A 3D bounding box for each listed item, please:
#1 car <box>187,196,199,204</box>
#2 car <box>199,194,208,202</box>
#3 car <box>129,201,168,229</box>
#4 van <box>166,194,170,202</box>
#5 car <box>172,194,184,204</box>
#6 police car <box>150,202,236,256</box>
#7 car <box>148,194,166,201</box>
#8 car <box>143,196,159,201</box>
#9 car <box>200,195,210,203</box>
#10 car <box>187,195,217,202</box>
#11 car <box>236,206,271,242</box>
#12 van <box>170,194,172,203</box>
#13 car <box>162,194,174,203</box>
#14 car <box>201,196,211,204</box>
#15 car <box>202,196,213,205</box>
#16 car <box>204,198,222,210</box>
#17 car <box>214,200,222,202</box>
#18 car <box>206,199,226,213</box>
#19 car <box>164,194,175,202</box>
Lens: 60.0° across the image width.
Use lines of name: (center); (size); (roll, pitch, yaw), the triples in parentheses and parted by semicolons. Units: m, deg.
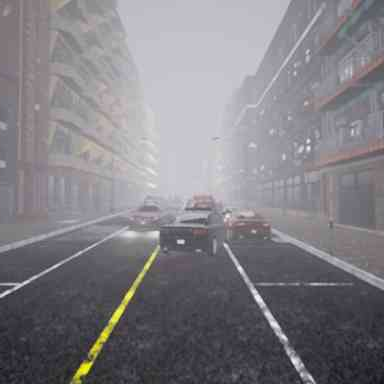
car: (0.170, 1.503, 63.642); (2.128, 1.511, 4.902); (0, 0, 0)
car: (2.775, 1.370, 82.617); (2.192, 1.841, 5.009); (1, 0, 0)
car: (-2.792, 1.506, 21.330); (1.812, 1.442, 4.674); (0, 0, 0)
van: (-5.144, 1.338, 55.044); (1.690, 1.788, 3.998); (2, 0, 0)
car: (-2.623, 1.361, 62.295); (2.097, 1.767, 4.553); (0, 0, 1)
police car: (0.310, 1.410, 13.302); (1.930, 1.638, 5.238); (0, 0, 15)
car: (-5.173, 1.302, 43.985); (2.192, 1.841, 5.009); (2, 0, 0)
car: (-5.194, 1.509, 38.283); (1.752, 1.417, 4.829); (2, 0, 0)
car: (2.785, 1.469, 71.555); (1.967, 1.590, 4.097); (1, 0, 0)
car: (0.749, 1.332, 22.845); (2.097, 1.767, 4.553); (0, 0, -3)
car: (2.627, 1.528, 16.247); (1.887, 1.381, 4.507); (1, 0, 0)
van: (-5.130, 1.347, 60.576); (1.690, 1.788, 3.998); (1, 0, 0)
car: (-5.100, 1.343, 71.636); (2.192, 1.841, 5.009); (1, 0, 0)
car: (2.760, 1.561, 66.023); (1.887, 1.381, 4.507); (1, 0, 0)
car: (2.745, 1.551, 60.493); (1.887, 1.381, 4.507); (1, 0, 0)
car: (2.701, 1.538, 43.901); (2.008, 1.369, 4.403); (1, 0, 0)
car: (2.643, 1.506, 21.949); (1.752, 1.417, 4.829); (1, 0, 0)
car: (2.686, 1.529, 38.369); (1.887, 1.381, 4.507); (1, 0, 0)
car: (-5.085, 1.356, 77.166); (2.192, 1.841, 5.009); (1, 0, 0)
